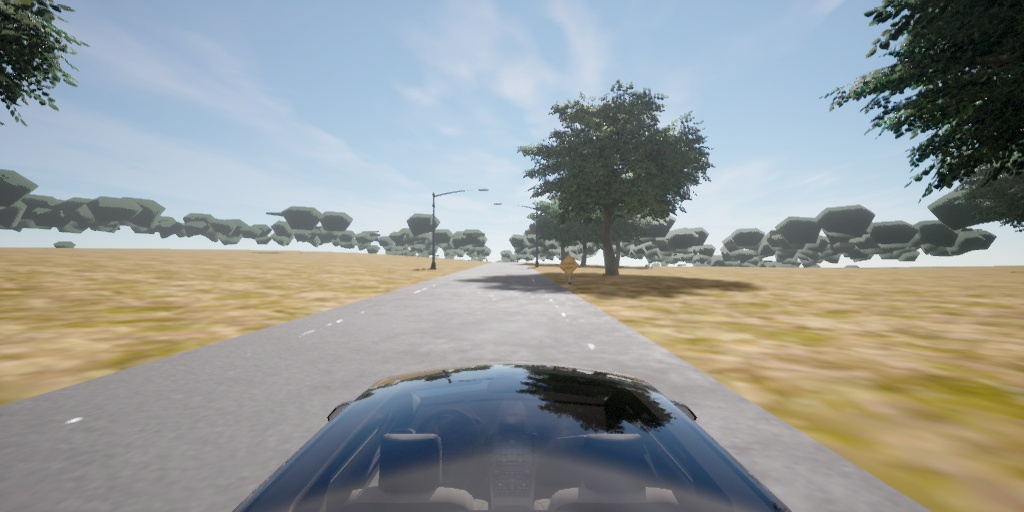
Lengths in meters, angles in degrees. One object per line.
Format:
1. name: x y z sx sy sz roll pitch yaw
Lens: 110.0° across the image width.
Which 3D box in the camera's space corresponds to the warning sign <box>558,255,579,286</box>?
1. warning sign: 3.550 0.860 22.053 1.300 1.860 1.060 0 0 0
